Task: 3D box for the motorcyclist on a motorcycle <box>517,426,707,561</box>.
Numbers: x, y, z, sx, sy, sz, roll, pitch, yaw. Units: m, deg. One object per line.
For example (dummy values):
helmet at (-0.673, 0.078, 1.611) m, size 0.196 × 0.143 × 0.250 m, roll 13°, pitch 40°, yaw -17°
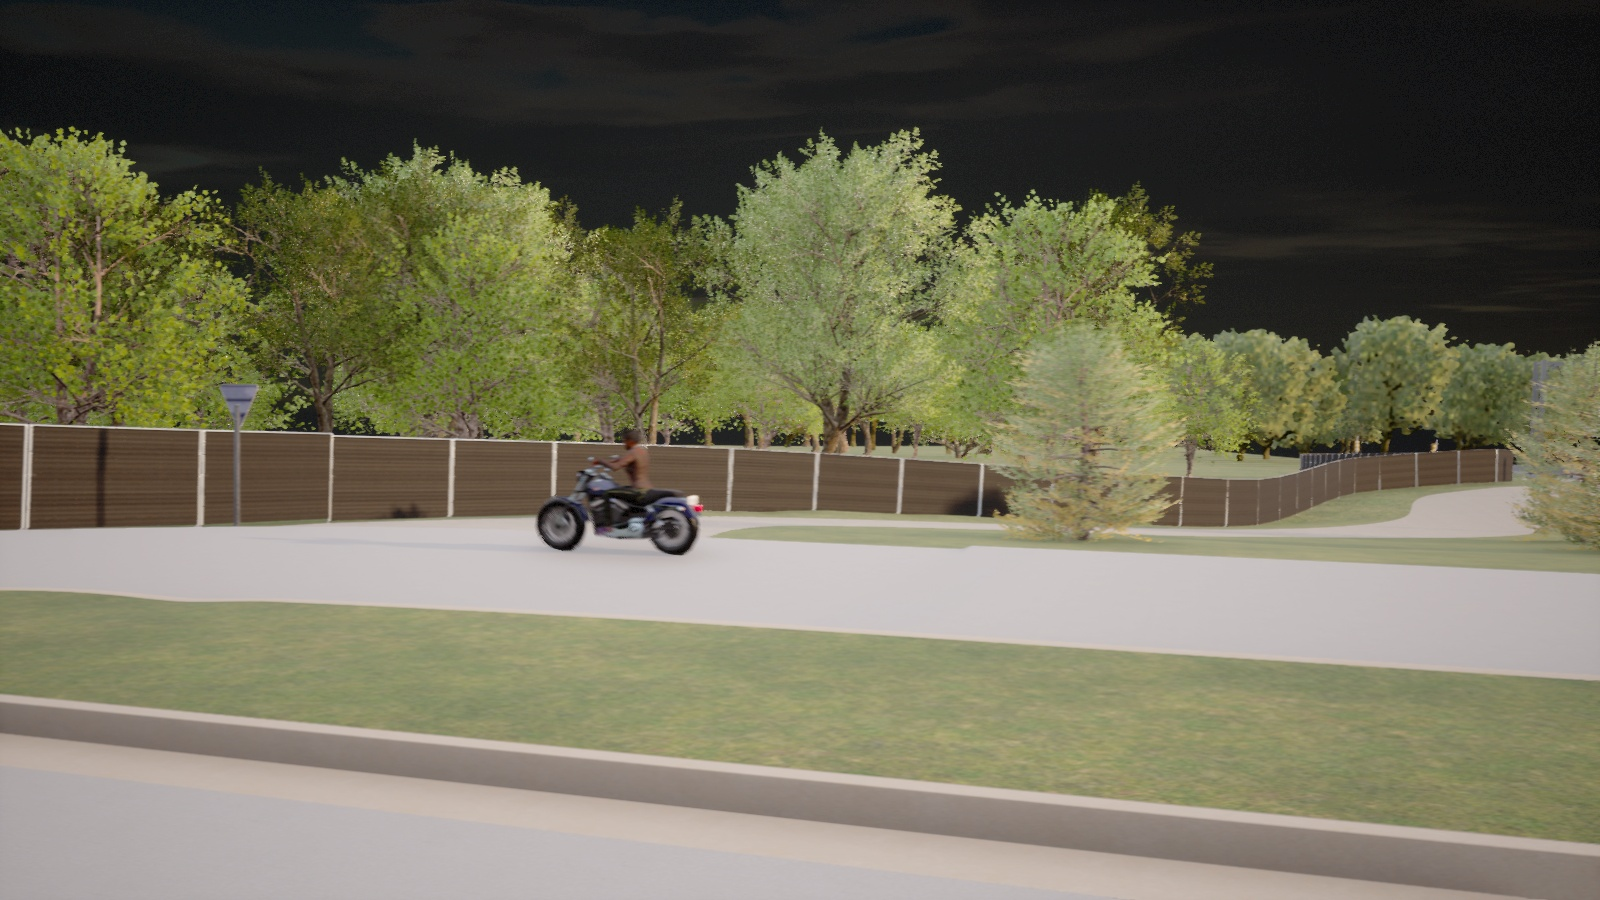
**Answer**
motorcyclist on a motorcycle at (-2.449, 0.527, 16.335) m, size 2.350 × 1.649 × 0.766 m, roll 1°, pitch 2°, yaw 19°
